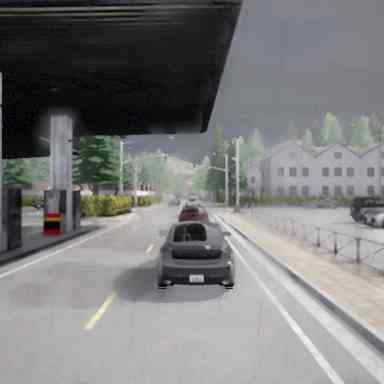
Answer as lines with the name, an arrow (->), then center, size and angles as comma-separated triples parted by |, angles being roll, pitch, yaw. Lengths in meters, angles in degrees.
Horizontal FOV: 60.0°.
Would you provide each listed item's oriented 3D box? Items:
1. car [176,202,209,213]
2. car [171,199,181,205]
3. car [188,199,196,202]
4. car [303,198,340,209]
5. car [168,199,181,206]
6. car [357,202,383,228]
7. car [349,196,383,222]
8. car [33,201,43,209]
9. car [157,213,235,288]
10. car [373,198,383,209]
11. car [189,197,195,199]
car -> 0.098, 1.636, 21.557 | 1.882, 1.535, 5.008 | 0, 0, 0
car -> -3.509, 2.135, 73.866 | 1.895, 1.301, 4.718 | 0, 0, 0
car -> 0.095, 1.753, 33.896 | 1.837, 1.490, 4.892 | 0, 0, 0
car -> 17.955, 1.639, 46.344 | 4.902, 1.511, 2.128 | 0, 0, 0
car -> -3.508, 2.031, 63.871 | 1.994, 1.385, 4.181 | 0, 0, 0
car -> 12.682, 1.511, 20.374 | 3.806, 1.475, 1.970 | 0, 0, -1
car -> 13.273, 1.251, 23.705 | 3.866, 1.878, 1.905 | 0, 0, -1
car -> -19.461, 1.654, 46.214 | 4.902, 1.511, 2.128 | 1, 0, 0
car -> 0.098, 1.577, 9.459 | 1.837, 1.490, 4.892 | 0, 0, 0
car -> 28.197, 1.625, 46.378 | 5.008, 1.535, 1.882 | 0, 0, 0
car -> -0.011, 2.116, 84.325 | 1.837, 1.490, 4.892 | 0, 0, 0
